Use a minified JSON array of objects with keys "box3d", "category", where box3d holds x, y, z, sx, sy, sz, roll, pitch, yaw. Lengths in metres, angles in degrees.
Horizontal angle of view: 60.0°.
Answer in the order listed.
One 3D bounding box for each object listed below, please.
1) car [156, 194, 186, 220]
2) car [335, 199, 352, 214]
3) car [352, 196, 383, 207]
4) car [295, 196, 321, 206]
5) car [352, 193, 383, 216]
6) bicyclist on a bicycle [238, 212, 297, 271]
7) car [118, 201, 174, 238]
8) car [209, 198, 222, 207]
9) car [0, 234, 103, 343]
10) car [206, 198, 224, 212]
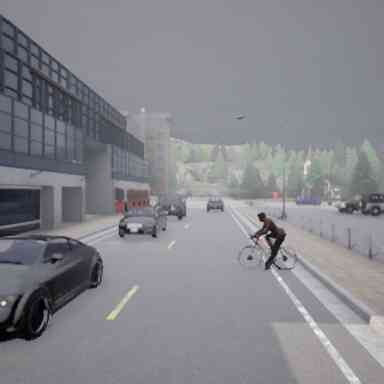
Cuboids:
[{"box3d":[-1.726,1.185,28.003,2.150,2.045,5.566,0,0,4],"category":"car"},{"box3d":[15.848,1.076,30.882,4.605,1.855,1.932,0,0,4],"category":"car"},{"box3d":[24.479,1.346,45.919,3.806,1.475,1.970,0,0,4],"category":"car"},{"box3d":[17.285,1.329,49.411,3.633,1.501,1.845,0,0,4],"category":"car"},{"box3d":[16.056,1.060,27.955,3.866,1.878,1.905,0,0,4],"category":"car"},{"box3d":[2.119,1.403,9.350,1.656,1.620,0.582,0,0,4],"category":"bicyclist on a bicycle"},{"box3d":[-2.475,1.468,17.616,2.128,1.511,4.902,0,0,4],"category":"car"},{"box3d":[3.488,1.537,49.765,1.895,1.301,4.718,0,0,4],"category":"car"},{"box3d":[-3.253,1.555,6.450,1.994,1.385,4.181,0,0,4],"category":"car"},{"box3d":[2.689,1.443,38.359,2.128,1.511,4.902,0,0,4],"category":"car"}]
